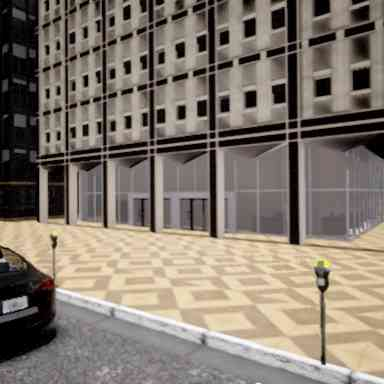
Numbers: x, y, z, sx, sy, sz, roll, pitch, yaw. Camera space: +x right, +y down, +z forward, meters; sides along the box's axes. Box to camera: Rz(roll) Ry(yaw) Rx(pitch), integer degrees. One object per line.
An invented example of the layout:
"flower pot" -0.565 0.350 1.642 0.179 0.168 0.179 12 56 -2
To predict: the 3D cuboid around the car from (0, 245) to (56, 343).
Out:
"car" -4.137 1.610 5.829 4.313 1.339 1.947 0 -1 35
